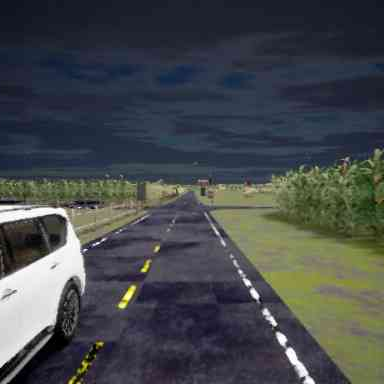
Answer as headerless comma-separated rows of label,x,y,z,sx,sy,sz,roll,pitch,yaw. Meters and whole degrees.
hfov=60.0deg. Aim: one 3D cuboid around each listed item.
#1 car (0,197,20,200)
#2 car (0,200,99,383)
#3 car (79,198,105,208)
car,-24.569,1.365,44.717,4.902,1.511,2.128,0,1,-1
car,-2.850,1.219,3.408,2.150,2.045,5.566,0,0,0
car,-13.922,1.487,44.899,4.181,1.385,1.994,1,1,-1
